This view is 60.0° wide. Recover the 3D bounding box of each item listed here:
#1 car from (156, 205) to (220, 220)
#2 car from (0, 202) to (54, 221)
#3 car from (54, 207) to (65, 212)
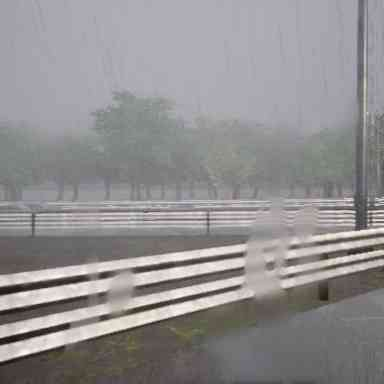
[{"bbox_3d":[-0.295,1.701,24.531,4.674,1.442,1.812,-1,1,2],"label":"car"},{"bbox_3d":[-14.899,1.821,28.549,4.892,1.490,1.837,-1,1,3],"label":"car"},{"bbox_3d":[-14.777,1.778,32.046,4.892,1.490,1.837,-1,1,3],"label":"car"}]
